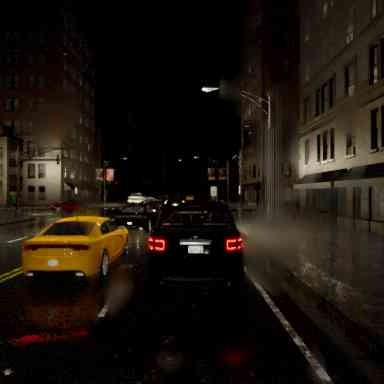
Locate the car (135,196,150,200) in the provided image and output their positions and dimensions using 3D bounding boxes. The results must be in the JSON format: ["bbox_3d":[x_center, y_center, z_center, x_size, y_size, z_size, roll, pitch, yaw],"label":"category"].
[{"bbox_3d":[-5.455,1.566,41.640,1.994,1.385,4.181,0,0,-21],"label":"car"}]

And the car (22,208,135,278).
[{"bbox_3d":[-3.205,1.478,10.124,1.882,1.535,5.008,0,0,0],"label":"car"}]

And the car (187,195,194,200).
[{"bbox_3d":[-0.510,1.442,91.484,1.895,1.301,4.718,0,0,0],"label":"car"}]

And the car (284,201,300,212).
[{"bbox_3d":[12.569,1.600,37.742,4.181,1.385,1.994,0,0,0],"label":"car"}]

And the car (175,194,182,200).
[{"bbox_3d":[-3.760,1.347,91.436,1.837,1.490,4.892,0,0,0],"label":"car"}]

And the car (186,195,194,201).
[{"bbox_3d":[-0.451,1.457,81.034,1.882,1.535,5.008,0,0,0],"label":"car"}]

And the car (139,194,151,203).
[{"bbox_3d":[-10.153,1.340,72.395,2.097,1.767,4.553,0,0,0],"label":"car"}]

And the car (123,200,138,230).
[{"bbox_3d":[-3.258,1.477,19.784,1.882,1.535,5.008,0,0,0],"label":"car"}]

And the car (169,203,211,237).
[{"bbox_3d":[-0.103,1.491,19.077,2.128,1.511,4.902,0,0,0],"label":"car"}]

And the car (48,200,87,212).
[{"bbox_3d":[-14.255,1.573,38.277,4.181,1.385,1.994,0,0,-36],"label":"car"}]

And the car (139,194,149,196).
[{"bbox_3d":[-6.892,1.540,54.572,2.033,1.411,5.357,0,0,0],"label":"car"}]

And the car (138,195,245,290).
[{"bbox_3d":[0.051,1.221,9.210,2.150,2.045,5.566,0,0,0],"label":"car"}]

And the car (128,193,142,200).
[{"bbox_3d":[-10.156,1.213,60.096,2.150,2.045,5.566,0,0,0],"label":"car"}]

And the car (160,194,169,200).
[{"bbox_3d":[-6.977,1.228,85.598,1.882,1.535,5.008,0,0,0],"label":"car"}]
